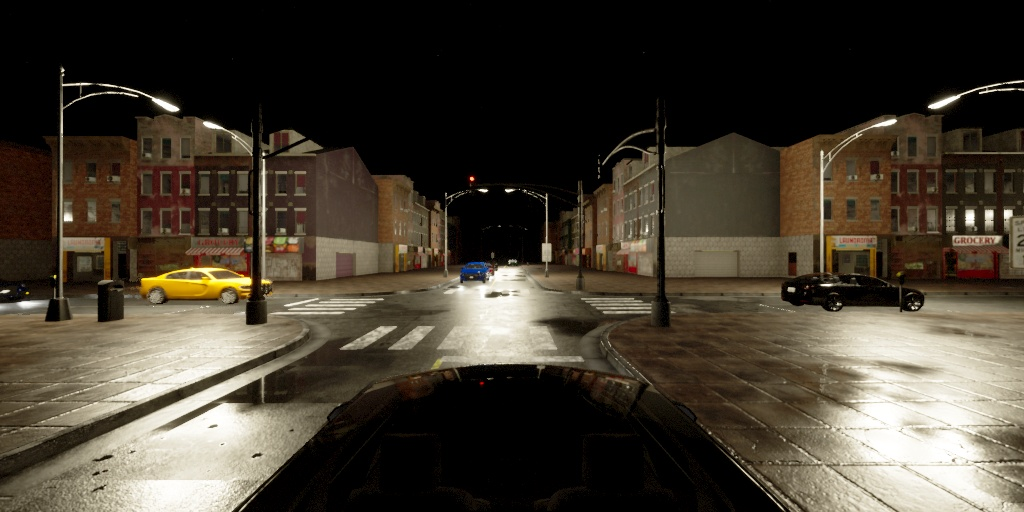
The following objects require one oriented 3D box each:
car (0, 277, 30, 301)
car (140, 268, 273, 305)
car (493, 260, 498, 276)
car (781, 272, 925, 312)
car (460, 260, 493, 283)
[{"bbox_3d":[-24.260,1.393,15.779,4.181,1.385,1.994,0,0,0],"label":"car"},{"bbox_3d":[-13.224,1.268,15.701,5.008,1.535,1.882,-1,0,2],"label":"car"},{"bbox_3d":[-2.827,1.340,37.886,1.994,1.385,4.181,0,0,0],"label":"car"},{"bbox_3d":[12.361,1.269,13.188,4.313,1.339,1.948,0,0,0],"label":"car"},{"bbox_3d":[-2.818,1.244,27.935,1.882,1.535,5.008,0,0,1],"label":"car"}]
